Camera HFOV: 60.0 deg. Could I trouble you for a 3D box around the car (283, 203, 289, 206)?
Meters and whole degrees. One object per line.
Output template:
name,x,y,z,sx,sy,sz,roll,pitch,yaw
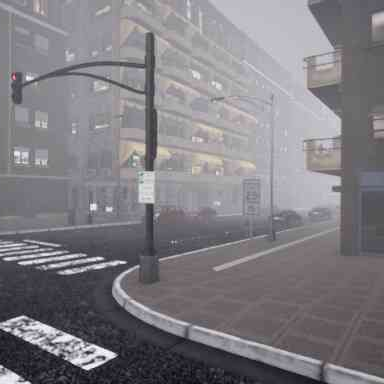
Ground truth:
car,13.755,2.405,50.658,1.752,1.417,4.829,-1,-1,35

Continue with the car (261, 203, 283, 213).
car,10.616,2.327,46.135,1.887,1.381,4.507,-1,-1,35

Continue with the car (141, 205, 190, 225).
car,-2.324,1.821,27.492,1.967,1.590,4.097,-1,-1,35

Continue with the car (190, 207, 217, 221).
car,0.911,2.063,32.150,1.802,1.307,4.206,-1,-1,35

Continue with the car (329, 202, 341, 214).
car,20.779,2.459,46.197,1.752,1.417,4.829,-1,-2,35

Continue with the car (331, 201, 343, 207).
car,36.472,3.023,83.451,1.967,1.590,4.097,-1,-1,35

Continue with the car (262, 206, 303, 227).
car,7.740,2.095,27.409,1.947,1.339,4.313,-1,-2,35

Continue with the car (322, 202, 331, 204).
car,19.549,2.546,48.887,1.895,1.301,4.718,0,-1,35

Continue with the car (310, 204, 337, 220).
car,14.211,2.296,36.733,1.947,1.339,4.313,-1,-2,35
